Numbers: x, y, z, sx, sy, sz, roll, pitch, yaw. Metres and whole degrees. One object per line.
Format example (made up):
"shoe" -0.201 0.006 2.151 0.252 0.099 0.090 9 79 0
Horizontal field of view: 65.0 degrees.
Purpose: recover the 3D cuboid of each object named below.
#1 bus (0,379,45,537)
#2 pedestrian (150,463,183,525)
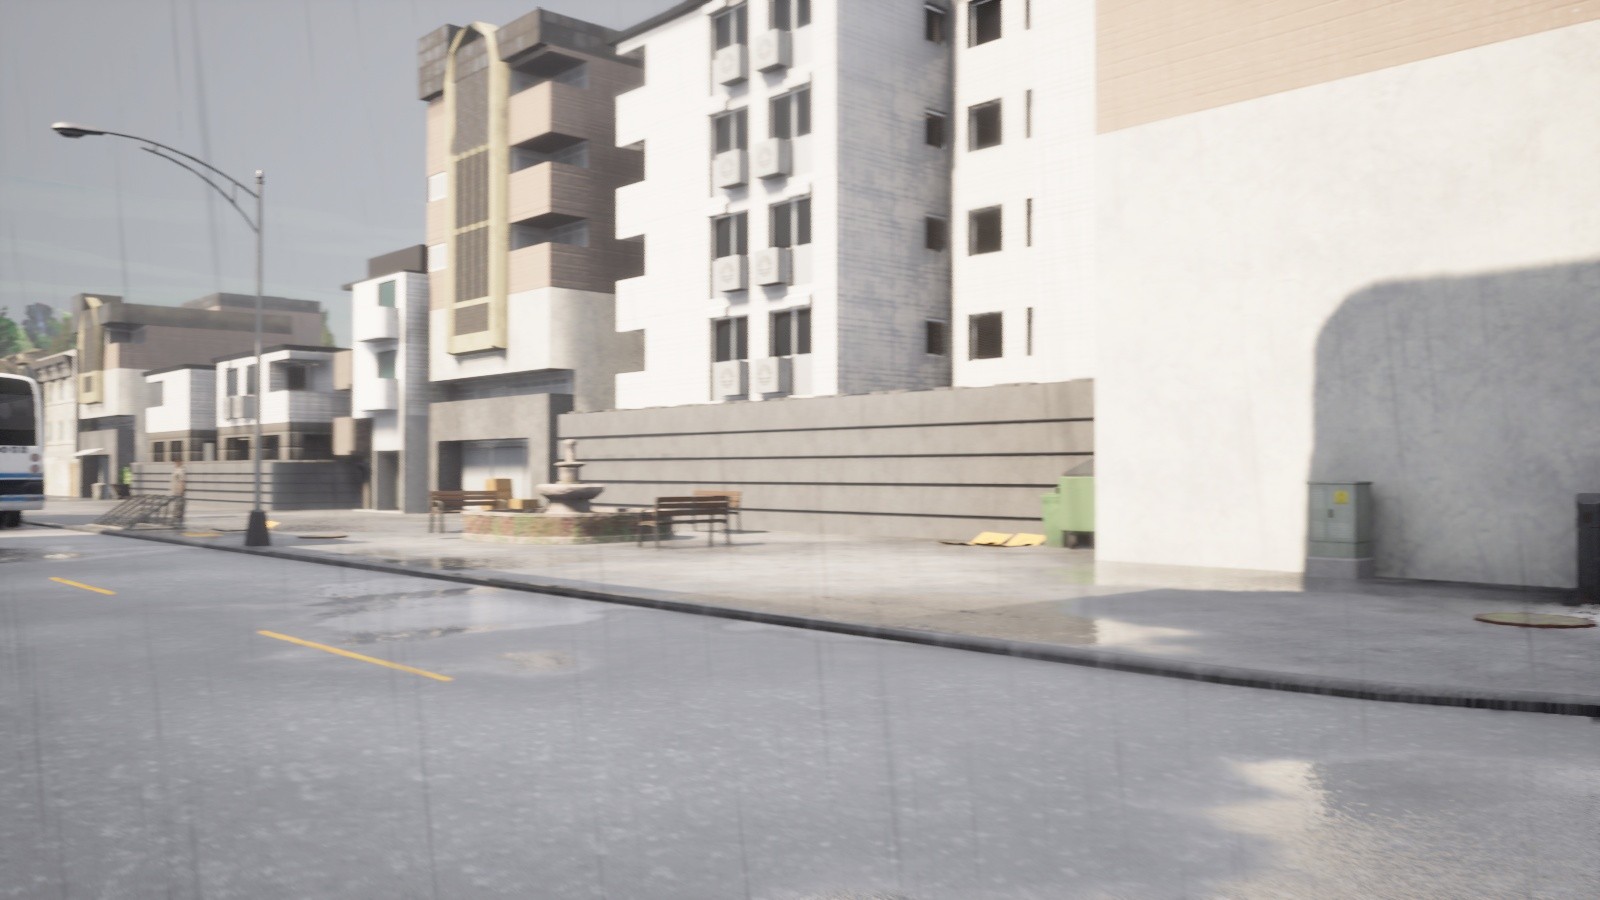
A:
"bus" -25.711 0.299 36.913 3.944 4.253 10.273 0 -1 -43
"pedestrian" -20.011 1.381 39.640 0.873 1.952 0.659 0 -1 -32
